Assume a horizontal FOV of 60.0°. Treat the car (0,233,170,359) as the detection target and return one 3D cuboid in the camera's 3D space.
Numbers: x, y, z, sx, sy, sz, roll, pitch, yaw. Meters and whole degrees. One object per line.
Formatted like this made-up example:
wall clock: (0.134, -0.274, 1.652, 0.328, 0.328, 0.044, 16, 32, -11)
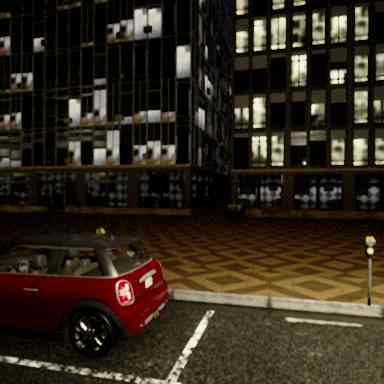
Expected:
car: (-2.554, 1.436, 5.701, 4.097, 1.590, 1.967, 0, 0, 15)
